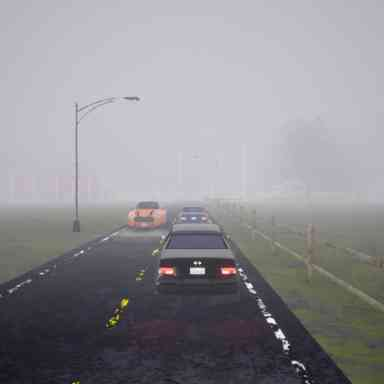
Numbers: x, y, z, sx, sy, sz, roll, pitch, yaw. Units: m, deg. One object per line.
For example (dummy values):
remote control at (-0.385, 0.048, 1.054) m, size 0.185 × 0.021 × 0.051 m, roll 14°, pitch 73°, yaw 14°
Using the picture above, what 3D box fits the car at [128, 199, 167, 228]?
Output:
car at (-2.845, 1.361, 21.935) m, size 2.097 × 1.767 × 4.553 m, roll 0°, pitch 0°, yaw 0°

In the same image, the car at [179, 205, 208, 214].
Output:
car at (0.101, 1.556, 21.493) m, size 2.033 × 1.411 × 5.357 m, roll 0°, pitch 0°, yaw 0°

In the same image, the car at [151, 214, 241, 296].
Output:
car at (0.100, 1.548, 8.825) m, size 2.033 × 1.411 × 5.357 m, roll 0°, pitch 0°, yaw 0°
